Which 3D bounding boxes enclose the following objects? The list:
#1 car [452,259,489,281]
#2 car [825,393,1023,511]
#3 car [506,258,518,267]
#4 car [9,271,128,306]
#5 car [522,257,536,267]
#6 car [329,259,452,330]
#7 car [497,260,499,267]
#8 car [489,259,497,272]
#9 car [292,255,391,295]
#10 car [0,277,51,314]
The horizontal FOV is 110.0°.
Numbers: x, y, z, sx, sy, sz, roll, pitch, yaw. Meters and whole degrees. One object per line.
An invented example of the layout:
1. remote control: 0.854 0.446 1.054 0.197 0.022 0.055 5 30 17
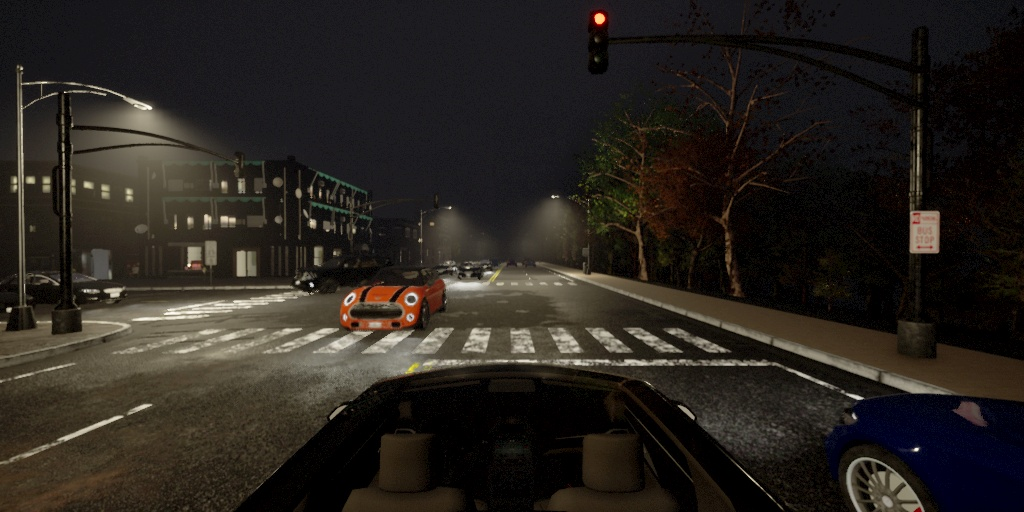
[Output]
1. car: -3.408 1.233 30.459 2.128 1.511 4.902 0 0 0
2. car: 3.358 1.276 0.850 1.812 1.442 4.674 0 0 1
3. car: -0.030 1.251 64.933 1.812 1.442 4.674 0 0 0
4. car: -19.649 1.459 15.525 4.902 1.511 2.128 -1 1 0
5. car: 3.234 1.273 63.655 2.033 1.411 5.357 0 0 0
6. car: -3.368 1.100 11.055 2.097 1.767 4.553 0 0 0
7. car: -3.408 1.203 64.340 1.882 1.535 5.008 0 0 0
8. car: -3.435 1.226 46.999 2.128 1.511 4.902 0 0 0
9. car: -9.319 0.984 20.538 2.150 2.045 5.566 1 1 35
10. car: -19.969 1.565 12.818 4.313 1.339 1.948 0 0 0
